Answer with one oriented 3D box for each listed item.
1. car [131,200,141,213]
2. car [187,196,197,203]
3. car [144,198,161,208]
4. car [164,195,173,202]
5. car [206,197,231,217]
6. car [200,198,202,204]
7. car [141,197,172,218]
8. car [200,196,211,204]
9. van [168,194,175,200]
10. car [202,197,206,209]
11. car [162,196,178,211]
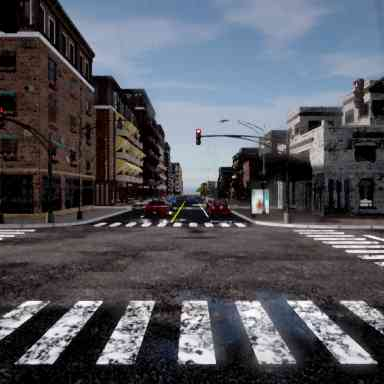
[{"bbox_3d":[-5.765,1.561,37.518,2.008,1.369,4.403,0,0,0],"label":"car"},{"bbox_3d":[-0.041,1.593,70.303,2.033,1.411,5.357,0,0,0],"label":"car"},{"bbox_3d":[-5.786,1.571,48.912,2.008,1.369,4.403,0,0,0],"label":"car"},{"bbox_3d":[-5.850,1.592,82.921,1.752,1.417,4.829,-1,0,0],"label":"car"},{"bbox_3d":[2.625,1.446,31.849,1.967,1.590,4.097,0,0,0],"label":"car"},{"bbox_3d":[2.594,1.571,48.940,2.008,1.369,4.403,0,0,0],"label":"car"},{"bbox_3d":[-3.154,1.483,30.634,1.882,1.535,5.008,0,0,0],"label":"car"},{"bbox_3d":[2.563,1.591,66.030,2.008,1.369,4.403,-1,0,0],"label":"car"},{"bbox_3d":[-5.873,1.430,94.485,1.690,1.788,3.998,-1,0,0],"label":"van"},{"bbox_3d":[2.605,1.597,43.243,1.802,1.307,4.206,0,0,0],"label":"car"},{"bbox_3d":[-3.170,1.560,40.965,2.033,1.411,5.357,0,0,0],"label":"car"}]
